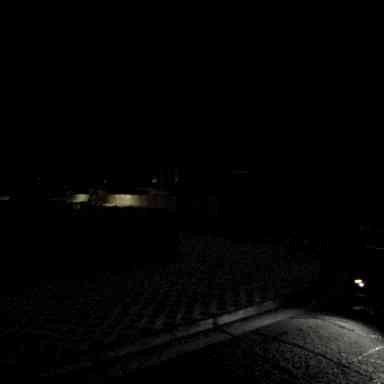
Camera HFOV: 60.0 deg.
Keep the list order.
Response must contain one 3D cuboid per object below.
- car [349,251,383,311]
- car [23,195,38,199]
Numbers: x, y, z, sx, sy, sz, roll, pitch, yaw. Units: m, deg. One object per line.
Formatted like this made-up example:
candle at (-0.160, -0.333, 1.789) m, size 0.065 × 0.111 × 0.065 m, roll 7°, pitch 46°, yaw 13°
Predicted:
car at (5.455, 1.499, 6.841) m, size 5.357 × 1.411 × 2.033 m, roll -1°, pitch 0°, yaw -36°
car at (-38.237, 1.314, 79.516) m, size 2.033 × 1.411 × 5.357 m, roll 0°, pitch 0°, yaw -35°
